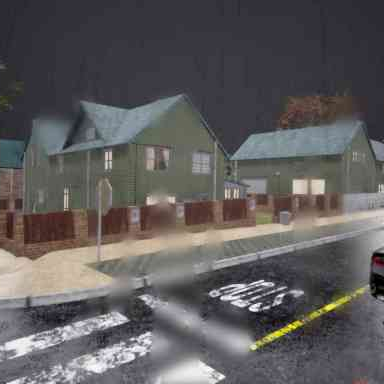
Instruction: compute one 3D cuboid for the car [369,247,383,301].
[{"bbox_3d":[5.410,1.365,6.829,5.008,1.535,1.882,-1,2,-42],"label":"car"}]
